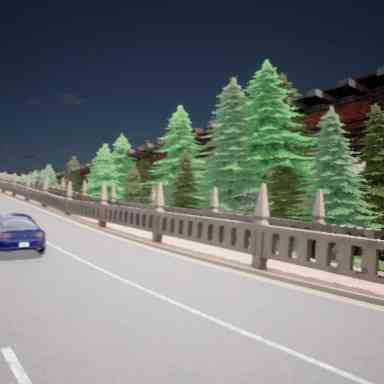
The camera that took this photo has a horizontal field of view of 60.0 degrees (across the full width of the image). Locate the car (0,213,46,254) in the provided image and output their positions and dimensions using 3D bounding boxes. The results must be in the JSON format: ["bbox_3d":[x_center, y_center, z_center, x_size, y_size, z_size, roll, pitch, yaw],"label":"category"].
[{"bbox_3d":[-7.212,1.550,13.242,1.812,1.442,4.674,3,0,-39],"label":"car"}]
